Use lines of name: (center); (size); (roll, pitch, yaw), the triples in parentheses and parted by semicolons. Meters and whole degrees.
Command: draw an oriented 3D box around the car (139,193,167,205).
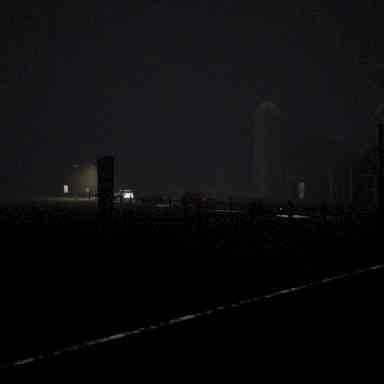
car: (-5.661, 0.945, 50.224); (2.097, 1.767, 4.553); (-1, 1, -33)

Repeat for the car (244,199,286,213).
car: (7.077, 1.365, 32.465); (1.994, 1.385, 4.181); (-1, 1, -36)

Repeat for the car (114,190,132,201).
car: (-13.615, 0.621, 66.055); (2.150, 2.045, 5.566); (-1, 1, -36)

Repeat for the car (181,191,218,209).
car: (0.819, 0.922, 41.148); (2.150, 2.045, 5.566); (-1, 1, -36)

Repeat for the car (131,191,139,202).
car: (-8.284, 0.981, 58.698); (2.128, 1.511, 4.902); (-1, 1, -36)
